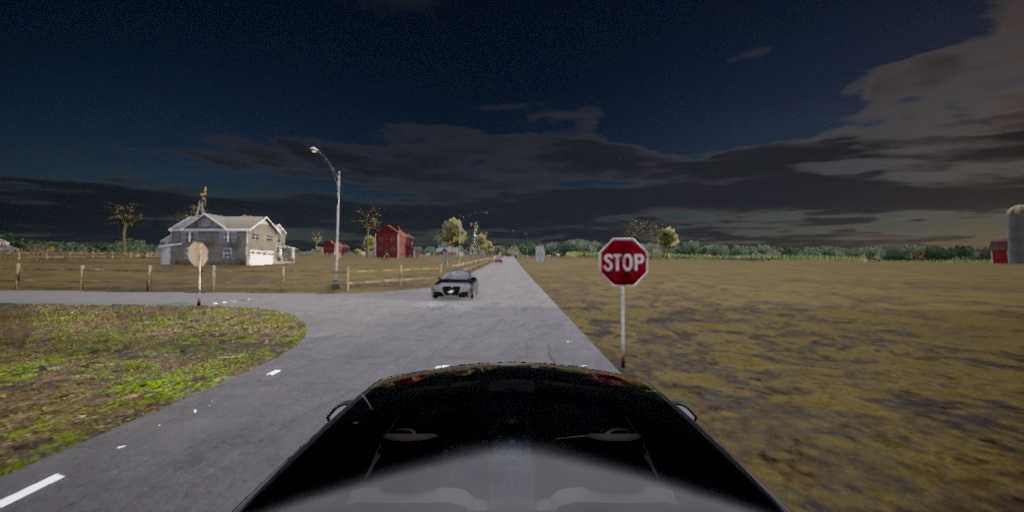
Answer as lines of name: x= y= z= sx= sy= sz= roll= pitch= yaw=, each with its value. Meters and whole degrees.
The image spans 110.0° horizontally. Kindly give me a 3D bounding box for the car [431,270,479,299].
car: x=-2.783 y=1.424 z=18.395 sx=1.994 sy=1.385 sz=4.181 roll=0 pitch=0 yaw=0
